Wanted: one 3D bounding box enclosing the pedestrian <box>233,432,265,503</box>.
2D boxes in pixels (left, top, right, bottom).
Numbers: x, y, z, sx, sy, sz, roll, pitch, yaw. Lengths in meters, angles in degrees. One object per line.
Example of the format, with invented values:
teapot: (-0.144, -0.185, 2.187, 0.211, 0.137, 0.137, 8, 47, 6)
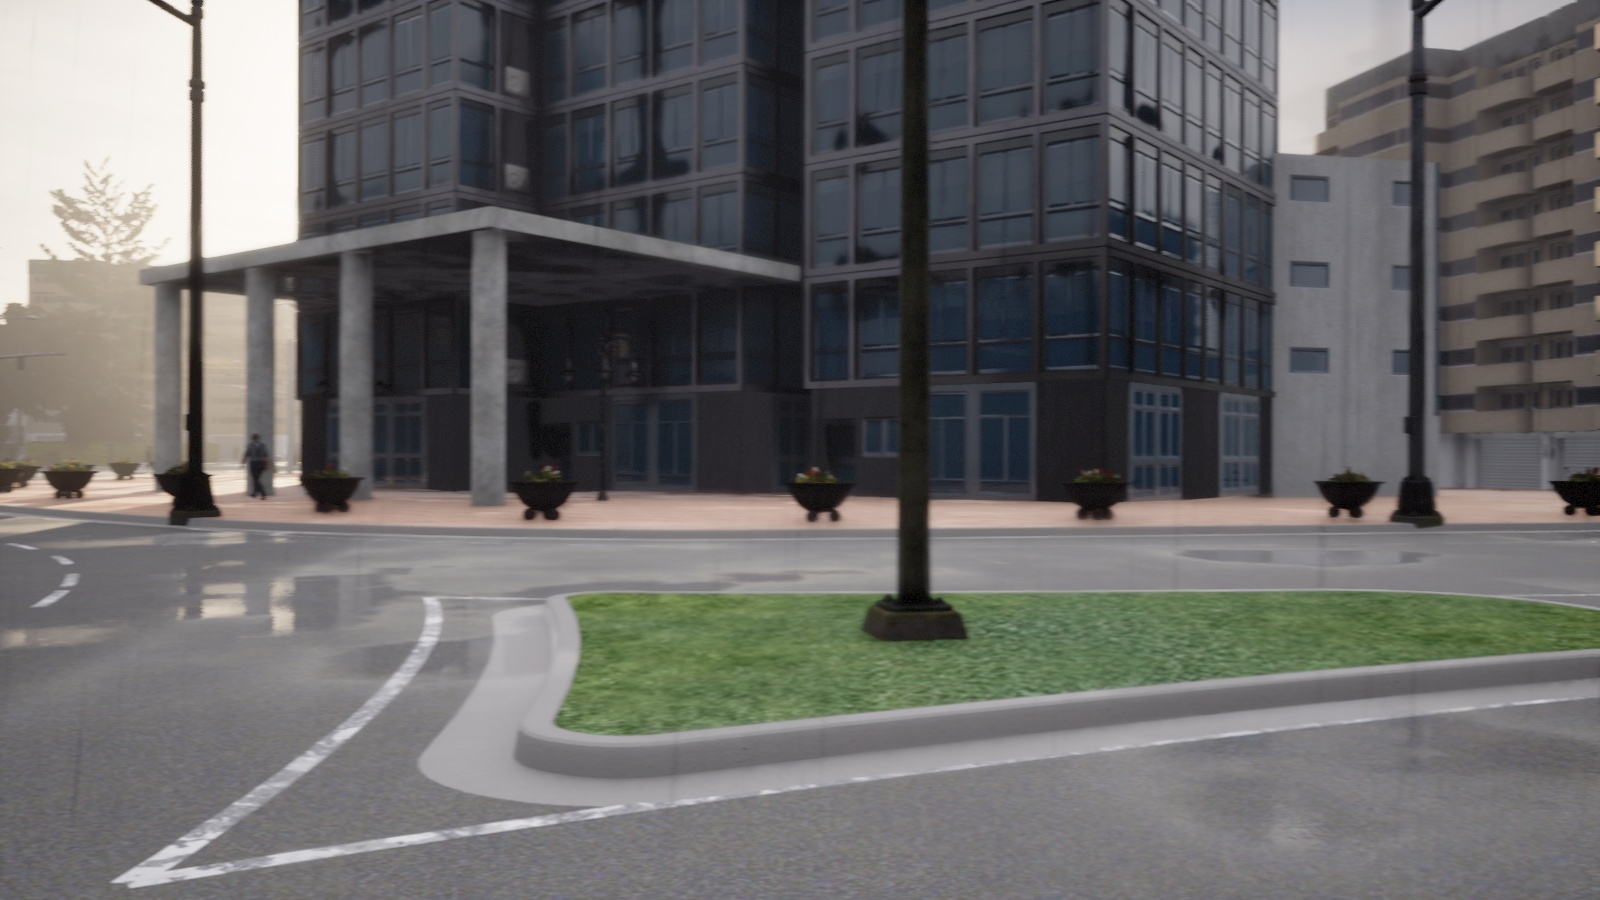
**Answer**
pedestrian: (-14.641, 0.465, 33.360, 0.694, 1.848, 0.540, 0, 0, 44)
